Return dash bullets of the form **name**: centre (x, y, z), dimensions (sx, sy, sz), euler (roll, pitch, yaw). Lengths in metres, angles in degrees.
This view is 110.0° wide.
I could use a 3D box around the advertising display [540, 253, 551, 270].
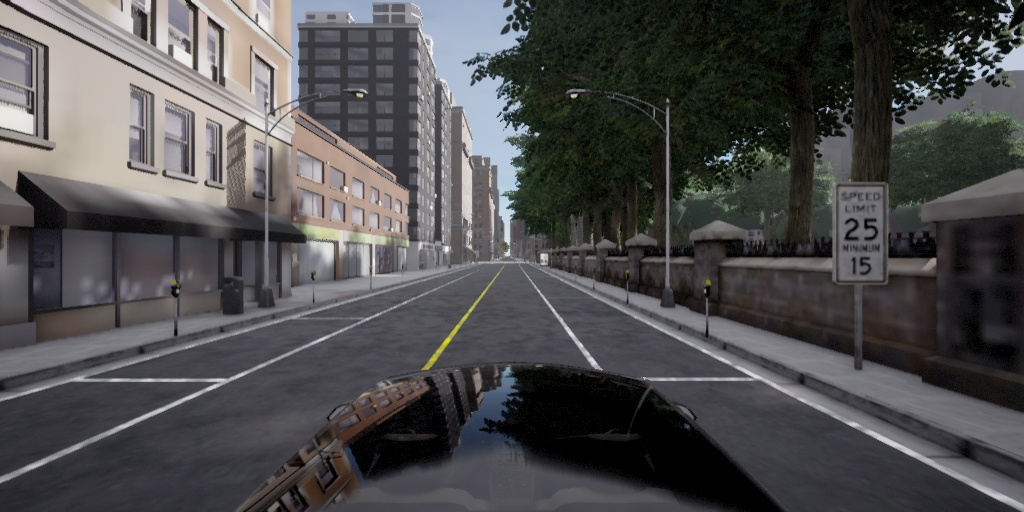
- **advertising display**: centre (5.635, 0.701, 62.253), dimensions (1.540, 2.440, 0.280), euler (0, 0, 0)
